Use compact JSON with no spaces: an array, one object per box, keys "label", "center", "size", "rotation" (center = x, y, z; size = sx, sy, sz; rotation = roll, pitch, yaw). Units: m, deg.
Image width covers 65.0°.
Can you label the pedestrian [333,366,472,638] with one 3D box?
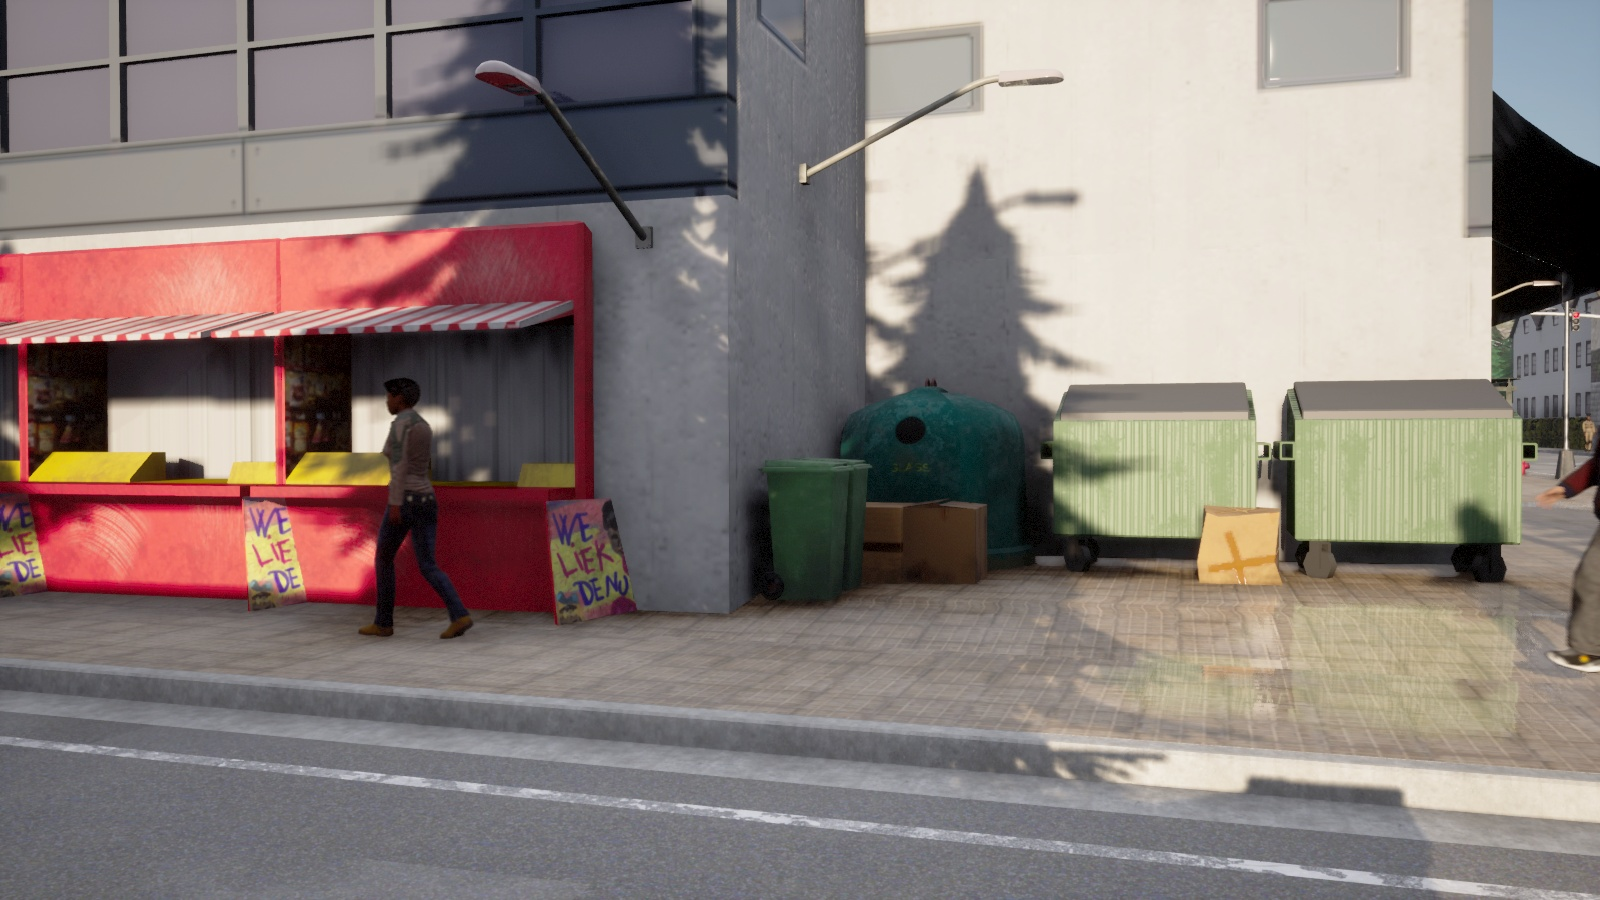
[{"label":"pedestrian","center":[-2.718,0.339,8.595],"size":[0.869,1.805,0.328],"rotation":[0,1,17]}]

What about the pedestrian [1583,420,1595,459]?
[{"label":"pedestrian","center":[39.171,-0.544,62.349],"size":[0.396,1.930,0.692],"rotation":[1,1,24]}]

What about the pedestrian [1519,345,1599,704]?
[{"label":"pedestrian","center":[4.422,0.380,6.675],"size":[0.899,1.844,0.634],"rotation":[0,1,16]}]
